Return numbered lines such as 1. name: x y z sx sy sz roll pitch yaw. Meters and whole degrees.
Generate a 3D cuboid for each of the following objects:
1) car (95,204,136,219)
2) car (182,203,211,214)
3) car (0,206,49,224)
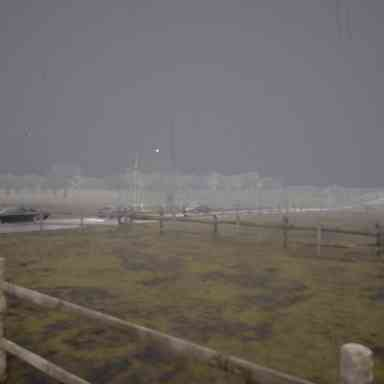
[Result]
1. car: -7.514 1.909 32.894 1.994 1.385 4.181 1 0 35
2. car: 0.647 2.177 44.436 2.128 1.511 4.902 1 -1 36
3. car: -13.279 1.729 24.703 1.895 1.301 4.718 1 0 35
